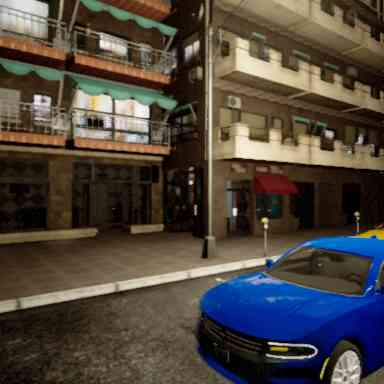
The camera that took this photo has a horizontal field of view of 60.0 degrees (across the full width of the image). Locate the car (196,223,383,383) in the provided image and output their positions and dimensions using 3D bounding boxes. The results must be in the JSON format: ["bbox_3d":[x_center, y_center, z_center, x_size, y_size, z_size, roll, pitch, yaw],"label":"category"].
[{"bbox_3d":[2.356,1.479,5.059,5.008,1.535,1.882,0,0,-35],"label":"car"}]
